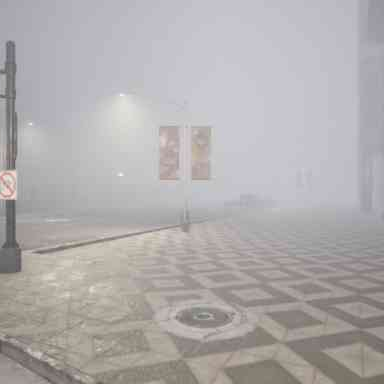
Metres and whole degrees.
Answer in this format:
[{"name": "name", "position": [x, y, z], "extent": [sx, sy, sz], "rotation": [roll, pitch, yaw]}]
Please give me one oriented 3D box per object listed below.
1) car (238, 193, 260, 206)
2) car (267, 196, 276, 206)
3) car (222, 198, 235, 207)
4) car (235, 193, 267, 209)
[{"name": "car", "position": [9.762, 1.182, 56.630], "extent": [2.150, 2.045, 5.566], "rotation": [0, 0, 26]}, {"name": "car", "position": [12.671, 1.447, 55.178], "extent": [2.128, 1.511, 4.902], "rotation": [0, 0, 26]}, {"name": "car", "position": [6.106, 1.569, 49.063], "extent": [1.895, 1.301, 4.718], "rotation": [0, 0, 27]}, {"name": "car", "position": [8.159, 1.188, 45.846], "extent": [2.150, 2.045, 5.566], "rotation": [0, 0, 26]}]
